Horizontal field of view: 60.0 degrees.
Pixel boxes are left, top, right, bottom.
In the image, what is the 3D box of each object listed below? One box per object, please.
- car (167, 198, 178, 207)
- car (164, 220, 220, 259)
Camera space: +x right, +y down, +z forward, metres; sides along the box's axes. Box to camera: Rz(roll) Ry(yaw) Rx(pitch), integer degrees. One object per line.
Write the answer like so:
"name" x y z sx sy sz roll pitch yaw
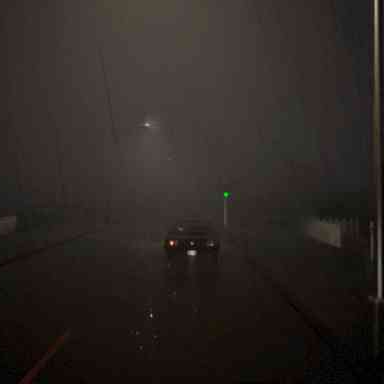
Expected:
"car" -3.977 2.091 67.486 2.097 1.767 4.553 0 -1 0
"car" 0.019 1.747 13.224 1.895 1.301 4.718 0 -1 0
